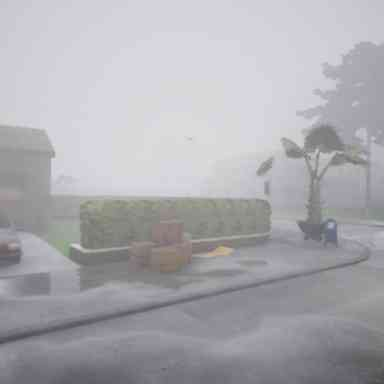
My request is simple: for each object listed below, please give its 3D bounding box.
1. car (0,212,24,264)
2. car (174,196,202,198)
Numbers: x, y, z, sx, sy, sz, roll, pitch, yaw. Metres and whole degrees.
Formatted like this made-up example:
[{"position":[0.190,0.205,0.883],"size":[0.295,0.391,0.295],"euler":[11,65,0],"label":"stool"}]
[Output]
[{"position":[-6.661,1.361,10.646],"size":[2.033,1.415,5.357],"euler":[1,0,-33],"label":"car"},{"position":[0.015,1.377,31.351],"size":[2.150,2.045,5.566],"euler":[1,0,-36],"label":"car"}]
